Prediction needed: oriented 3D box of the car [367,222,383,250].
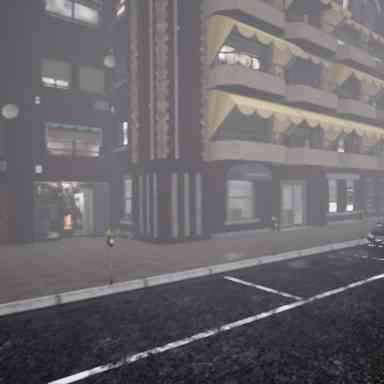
[{"bbox_3d":[8.387,1.493,12.742,4.403,1.369,2.008,0,0,-36],"label":"car"}]
